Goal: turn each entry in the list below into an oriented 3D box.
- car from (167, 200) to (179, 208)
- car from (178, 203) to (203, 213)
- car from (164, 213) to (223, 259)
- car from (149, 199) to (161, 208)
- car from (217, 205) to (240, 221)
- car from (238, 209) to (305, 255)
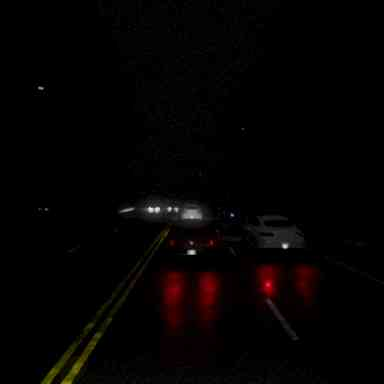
[{"bbox_3d":[-3.309,2.104,59.529,1.994,1.385,4.181,0,-1,1],"label":"car"},{"bbox_3d":[0.009,1.798,28.901,1.812,1.442,4.674,0,0,1],"label":"car"},{"bbox_3d":[0.010,1.730,13.244,1.895,1.301,4.718,0,-1,0],"label":"car"},{"bbox_3d":[-6.561,2.032,59.548,2.128,1.511,4.902,0,-1,0],"label":"car"},{"bbox_3d":[3.255,1.834,28.546,1.994,1.385,4.181,0,0,1],"label":"car"},{"bbox_3d":[3.267,1.661,13.908,1.812,1.442,4.674,0,0,1],"label":"car"}]
